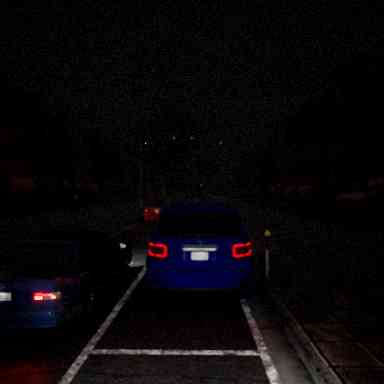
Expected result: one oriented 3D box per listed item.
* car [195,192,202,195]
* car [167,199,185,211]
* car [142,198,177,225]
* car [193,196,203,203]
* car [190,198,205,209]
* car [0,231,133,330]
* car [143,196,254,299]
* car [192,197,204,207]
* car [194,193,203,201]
[{"bbox_3d":[0.622,1.296,40.468,2.192,1.841,5.009,0,0,1],"label":"car"},{"bbox_3d":[-1.905,1.591,41.301,1.895,1.301,4.718,0,0,1],"label":"car"},{"bbox_3d":[-2.385,1.374,25.326,2.097,1.767,4.553,0,0,1],"label":"car"},{"bbox_3d":[1.277,1.443,68.168,2.008,1.369,4.403,0,0,1],"label":"car"},{"bbox_3d":[0.751,1.532,46.008,1.947,1.339,4.313,0,0,1],"label":"car"},{"bbox_3d":[-2.710,1.571,7.357,2.033,1.411,5.357,0,0,1],"label":"car"},{"bbox_3d":[0.201,1.239,8.629,2.150,2.045,5.566,0,0,1],"label":"car"},{"bbox_3d":[0.887,1.476,51.718,1.752,1.417,4.829,0,0,1],"label":"car"},{"bbox_3d":[1.541,1.161,79.245,2.192,1.841,5.009,0,0,1],"label":"car"}]
